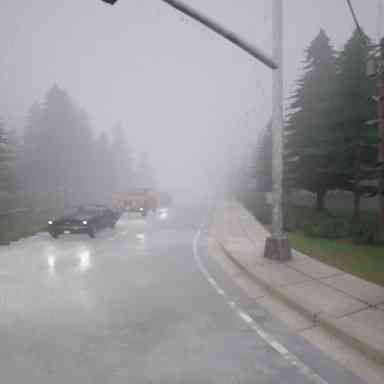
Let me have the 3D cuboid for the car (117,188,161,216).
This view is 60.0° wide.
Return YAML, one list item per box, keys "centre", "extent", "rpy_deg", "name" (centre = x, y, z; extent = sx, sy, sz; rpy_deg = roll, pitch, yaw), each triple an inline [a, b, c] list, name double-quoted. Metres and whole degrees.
- centre: [-4.181, 0.703, 25.737]
  extent: [2.150, 2.045, 5.566]
  rpy_deg: [0, 1, 6]
  name: "car"

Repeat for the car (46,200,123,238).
- centre: [-4.976, 1.290, 15.808]
  extent: [1.895, 1.301, 4.718]
  rpy_deg: [0, 1, 3]
  name: "car"

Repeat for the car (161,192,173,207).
- centre: [-3.266, 0.762, 35.853]
  extent: [2.128, 1.511, 4.902]
  rpy_deg: [0, 1, 5]
  name: "car"
